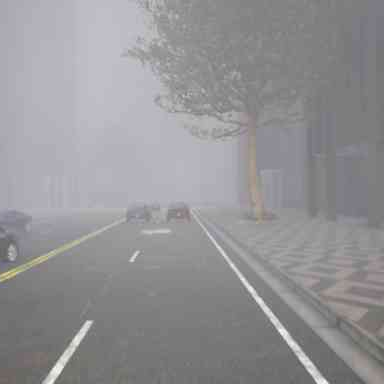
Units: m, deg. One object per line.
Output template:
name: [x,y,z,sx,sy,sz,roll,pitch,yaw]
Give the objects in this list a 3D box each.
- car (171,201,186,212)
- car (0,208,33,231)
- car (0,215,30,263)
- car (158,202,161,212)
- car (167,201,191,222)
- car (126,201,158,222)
car: [-1.735,1.813,42.696,1.895,1.301,4.718,-1,0,-2]
car: [-10.572,1.704,18.269,1.882,1.535,5.008,-1,0,-3]
car: [-6.888,1.646,9.758,1.837,1.490,4.892,-1,-1,-2]
car: [-4.974,1.856,42.403,1.895,1.301,4.718,-1,0,-2]
car: [-1.119,1.616,28.242,1.882,1.535,5.008,-1,0,-2]
car: [-4.348,1.673,28.048,2.128,1.511,4.902,-1,0,-2]
